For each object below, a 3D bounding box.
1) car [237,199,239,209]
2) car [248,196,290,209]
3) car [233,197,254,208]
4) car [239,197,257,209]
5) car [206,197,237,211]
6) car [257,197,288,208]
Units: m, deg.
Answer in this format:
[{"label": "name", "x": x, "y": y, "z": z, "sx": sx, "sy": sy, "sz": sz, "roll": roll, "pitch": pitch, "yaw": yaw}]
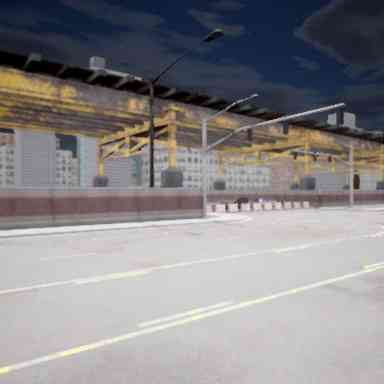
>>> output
[{"label": "car", "x": 2.614, "y": 1.407, "z": 38.138, "sx": 4.974, "sy": 1.542, "sz": 2.038, "roll": 0, "pitch": 0, "yaw": 8}, {"label": "car", "x": 10.284, "y": 1.387, "z": 44.566, "sx": 4.974, "sy": 1.542, "sz": 2.038, "roll": 0, "pitch": 0, "yaw": -7}, {"label": "car", "x": 6.381, "y": 1.240, "z": 40.864, "sx": 1.853, "sy": 1.218, "sz": 4.536, "roll": 0, "pitch": 0, "yaw": 18}, {"label": "car", "x": 6.365, "y": 1.398, "z": 40.815, "sx": 2.038, "sy": 1.542, "sz": 4.974, "roll": 0, "pitch": 0, "yaw": 18}, {"label": "car", "x": 2.562, "y": 1.250, "z": 38.145, "sx": 4.536, "sy": 1.218, "sz": 1.853, "roll": 0, "pitch": 0, "yaw": 8}, {"label": "car", "x": 10.232, "y": 1.229, "z": 44.559, "sx": 4.536, "sy": 1.218, "sz": 1.853, "roll": 0, "pitch": 0, "yaw": -7}]
